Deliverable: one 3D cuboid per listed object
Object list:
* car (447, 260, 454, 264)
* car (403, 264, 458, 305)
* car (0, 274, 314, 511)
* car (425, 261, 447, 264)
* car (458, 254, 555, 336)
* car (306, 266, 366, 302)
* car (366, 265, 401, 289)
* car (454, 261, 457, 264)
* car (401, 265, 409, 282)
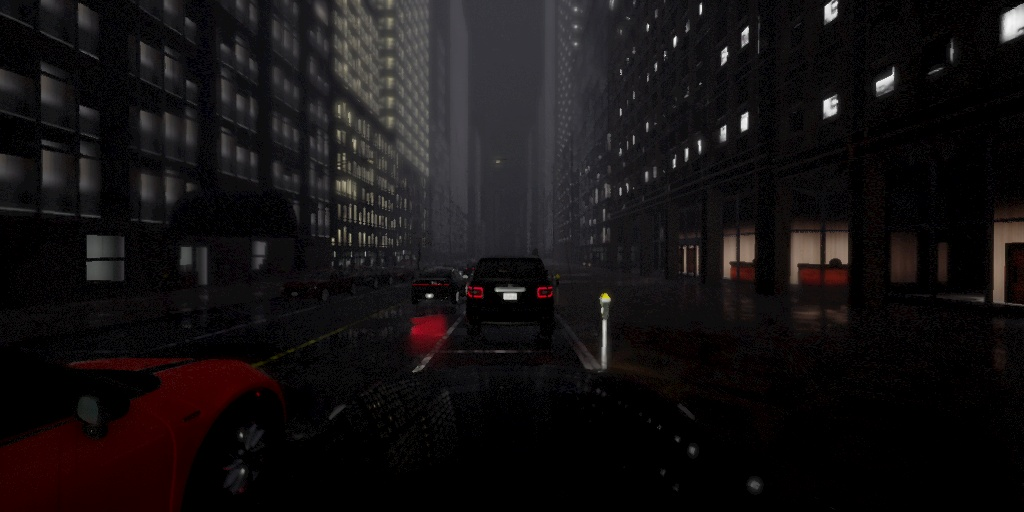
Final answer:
[{"bbox_3d":[-8.837,1.290,50.940,2.007,1.370,4.403,0,0,0],"label":"car"},{"bbox_3d":[-3.146,1.264,16.097,1.837,1.490,4.892,0,0,0],"label":"car"},{"bbox_3d":[-3.146,1.101,1.470,2.097,1.767,4.553,0,0,0],"label":"car"},{"bbox_3d":[-8.837,1.293,39.574,2.007,1.370,4.403,0,0,0],"label":"car"},{"bbox_3d":[-0.039,0.976,10.531,2.150,2.045,5.566,0,0,0],"label":"car"},{"bbox_3d":[-8.837,1.292,16.839,1.888,1.381,4.507,0,0,0],"label":"car"},{"bbox_3d":[-8.838,1.296,22.523,2.007,1.370,4.403,0,0,0],"label":"car"},{"bbox_3d":[-6.146,1.344,49.098,2.033,1.411,5.357,0,0,0],"label":"car"},{"bbox_3d":[-8.837,1.327,28.206,1.802,1.307,4.207,0,0,0],"label":"car"}]
